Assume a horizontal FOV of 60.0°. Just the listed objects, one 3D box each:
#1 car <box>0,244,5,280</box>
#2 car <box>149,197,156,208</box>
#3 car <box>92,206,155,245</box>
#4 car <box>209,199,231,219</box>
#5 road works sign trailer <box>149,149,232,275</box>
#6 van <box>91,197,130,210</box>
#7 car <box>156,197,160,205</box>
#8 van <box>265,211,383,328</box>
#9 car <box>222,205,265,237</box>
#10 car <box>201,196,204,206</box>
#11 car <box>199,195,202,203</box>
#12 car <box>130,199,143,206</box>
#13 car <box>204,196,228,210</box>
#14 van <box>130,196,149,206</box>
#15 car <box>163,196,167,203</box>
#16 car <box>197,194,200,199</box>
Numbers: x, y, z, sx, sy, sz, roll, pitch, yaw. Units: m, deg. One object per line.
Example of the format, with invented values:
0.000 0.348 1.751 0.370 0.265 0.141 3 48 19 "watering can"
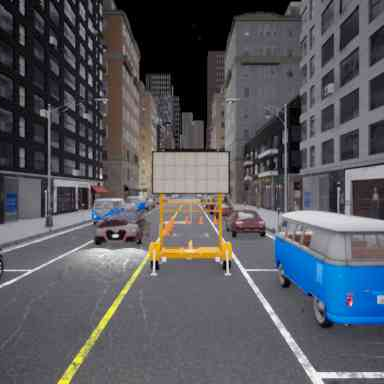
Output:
-5.692 1.439 6.684 1.967 1.590 4.097 0 0 0 "car"
-5.808 1.564 39.691 1.947 1.339 4.313 0 0 0 "car"
-3.053 1.562 15.286 1.994 1.385 4.181 0 0 0 "car"
2.756 1.579 28.718 1.802 1.307 4.206 0 0 0 "car"
-0.036 0.463 10.381 2.380 3.560 2.880 0 0 0 "road works sign trailer"
-5.751 1.338 23.188 1.690 1.788 3.998 0 0 0 "van"
-5.827 1.581 45.193 1.802 1.307 4.206 0 0 0 "car"
2.833 1.340 6.713 1.690 1.788 3.998 0 0 0 "van"
2.795 1.580 17.716 1.802 1.307 4.206 0 0 0 "car"
2.698 1.439 45.222 1.967 1.590 4.097 0 0 0 "car"
2.659 1.553 56.225 2.008 1.369 4.403 0 0 0 "car"
-5.770 1.548 28.688 2.008 1.369 4.403 0 0 0 "car"
2.736 1.313 34.219 2.192 1.841 5.009 0 0 0 "car"
-5.789 1.339 34.190 1.690 1.788 3.998 0 0 0 "van"
-5.866 1.568 56.195 1.947 1.339 4.313 0 0 0 "car"
2.620 1.572 67.228 1.947 1.339 4.313 0 0 0 "car"
